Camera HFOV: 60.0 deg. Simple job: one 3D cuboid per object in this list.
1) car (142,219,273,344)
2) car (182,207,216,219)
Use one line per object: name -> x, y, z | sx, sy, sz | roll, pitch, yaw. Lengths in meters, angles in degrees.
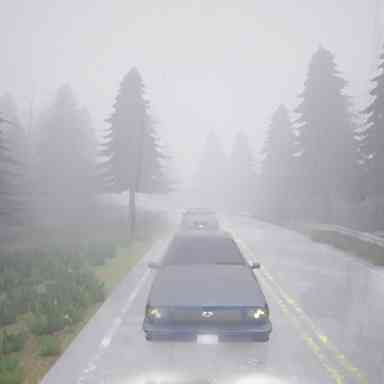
car -> 0.243, 1.557, 7.050 | 2.033, 1.411, 5.357 | 0, 0, 1
car -> 0.386, 1.584, 19.135 | 1.994, 1.385, 4.181 | 0, 0, -2
